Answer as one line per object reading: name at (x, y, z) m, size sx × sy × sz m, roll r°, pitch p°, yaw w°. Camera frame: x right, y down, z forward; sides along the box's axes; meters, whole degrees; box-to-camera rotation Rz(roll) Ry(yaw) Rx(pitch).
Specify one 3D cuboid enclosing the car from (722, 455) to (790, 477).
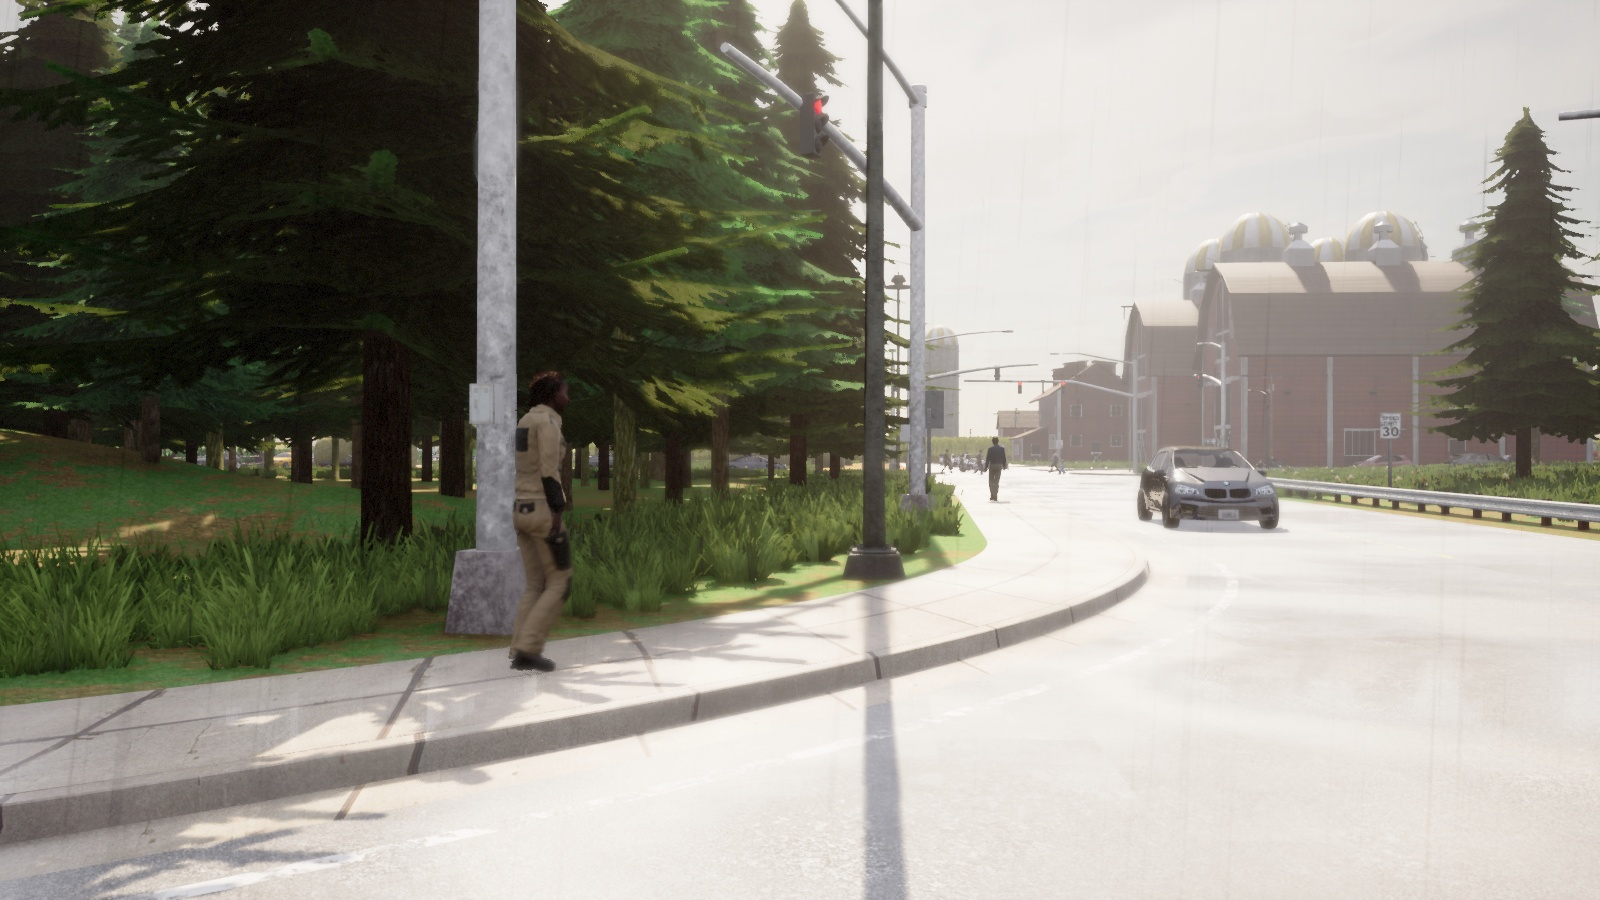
car at (-2.832, 1.039, 80.805) m, size 4.181 × 1.385 × 1.994 m, roll 0°, pitch 0°, yaw 5°

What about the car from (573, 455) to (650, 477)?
car at (-12.237, 1.023, 81.564) m, size 4.674 × 1.442 × 1.812 m, roll 0°, pitch 0°, yaw 5°

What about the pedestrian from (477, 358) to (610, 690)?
pedestrian at (-1.561, 0.429, 7.656) m, size 0.692 × 1.930 × 0.396 m, roll 0°, pitch 0°, yaw -34°

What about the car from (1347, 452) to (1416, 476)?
car at (37.509, 0.904, 81.060) m, size 3.633 × 1.501 × 1.845 m, roll 0°, pitch 0°, yaw 5°

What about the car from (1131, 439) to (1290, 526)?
car at (8.531, 0.636, 26.575) m, size 2.242 × 1.667 × 4.611 m, roll 0°, pitch 0°, yaw 6°

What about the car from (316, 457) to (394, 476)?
car at (-30.645, 1.149, 86.561) m, size 4.718 × 1.301 × 1.895 m, roll 0°, pitch 0°, yaw 5°

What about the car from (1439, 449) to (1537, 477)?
car at (42.237, 0.801, 77.168) m, size 4.856 × 1.649 × 2.033 m, roll 0°, pitch 0°, yaw 5°

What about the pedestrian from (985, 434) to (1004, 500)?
pedestrian at (5.468, 0.482, 35.263) m, size 0.370 × 1.835 × 0.726 m, roll 0°, pitch 0°, yaw -4°
